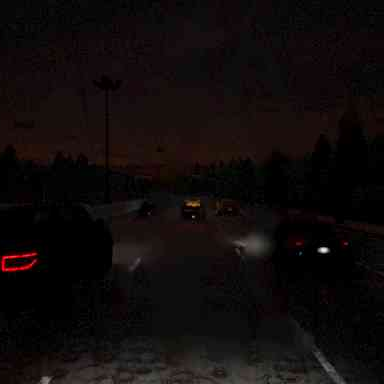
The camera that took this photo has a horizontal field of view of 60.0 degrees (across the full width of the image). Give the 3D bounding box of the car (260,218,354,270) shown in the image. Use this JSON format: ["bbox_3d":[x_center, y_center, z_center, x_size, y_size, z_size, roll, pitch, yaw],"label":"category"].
[{"bbox_3d":[3.600,1.567,11.096,1.994,1.385,4.181,0,0,0],"label":"car"}]

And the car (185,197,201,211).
[{"bbox_3d":[0.099,1.489,42.959,1.882,1.535,5.008,0,0,0],"label":"car"}]

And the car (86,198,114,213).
[{"bbox_3d":[-10.593,1.488,38.872,1.882,1.535,5.008,0,0,0],"label":"car"}]

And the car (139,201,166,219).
[{"bbox_3d":[-3.398,1.499,28.874,2.128,1.511,4.902,0,0,0],"label":"car"}]

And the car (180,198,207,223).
[{"bbox_3d":[0.099,1.498,25.337,2.128,1.511,4.902,0,0,0],"label":"car"}]

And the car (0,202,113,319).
[{"bbox_3d":[-3.399,1.224,7.494,2.150,2.045,5.566,0,0,0],"label":"car"}]

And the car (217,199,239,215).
[{"bbox_3d":[3.598,1.487,33.963,1.882,1.535,5.008,0,0,0],"label":"car"}]

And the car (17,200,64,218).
[{"bbox_3d":[-14.095,1.556,31.369,2.033,1.411,5.357,0,0,0],"label":"car"}]
